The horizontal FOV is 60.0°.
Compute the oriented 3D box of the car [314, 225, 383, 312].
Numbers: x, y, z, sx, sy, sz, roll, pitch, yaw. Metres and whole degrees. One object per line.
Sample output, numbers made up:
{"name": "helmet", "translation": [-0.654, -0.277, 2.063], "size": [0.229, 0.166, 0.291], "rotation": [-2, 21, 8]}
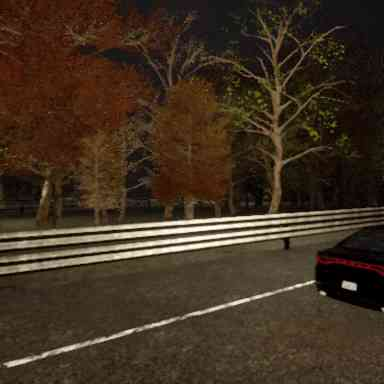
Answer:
{"name": "car", "translation": [4.702, 1.432, 7.133], "size": [5.008, 1.535, 1.882], "rotation": [-1, 0, -36]}
